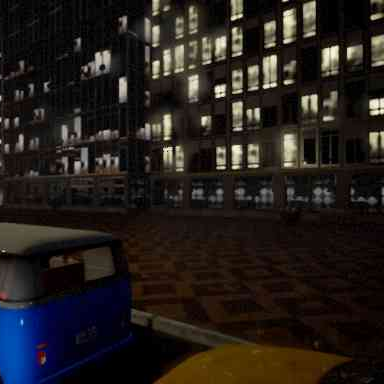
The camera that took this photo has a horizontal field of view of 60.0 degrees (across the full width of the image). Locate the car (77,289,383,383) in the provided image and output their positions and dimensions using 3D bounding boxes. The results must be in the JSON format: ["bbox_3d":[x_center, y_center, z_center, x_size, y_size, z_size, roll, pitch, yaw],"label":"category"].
[{"bbox_3d":[1.680,1.520,1.670,4.829,1.417,1.752,-1,0,36],"label":"car"}]

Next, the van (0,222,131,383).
[{"bbox_3d":[-2.678,1.380,4.786,3.998,1.788,1.690,-1,0,36],"label":"van"}]
